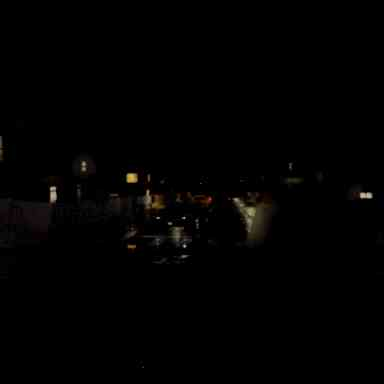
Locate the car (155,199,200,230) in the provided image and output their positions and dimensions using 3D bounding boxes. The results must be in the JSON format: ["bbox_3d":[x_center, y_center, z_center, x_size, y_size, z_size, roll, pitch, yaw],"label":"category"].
[{"bbox_3d":[-0.862,1.348,19.639,1.812,1.442,4.674,0,0,7],"label":"car"}]

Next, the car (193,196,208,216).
[{"bbox_3d":[0.038,1.310,28.664,1.994,1.385,4.181,0,0,6],"label":"car"}]

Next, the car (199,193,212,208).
[{"bbox_3d":[0.874,1.155,37.673,1.882,1.535,5.008,0,0,5],"label":"car"}]

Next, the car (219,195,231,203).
[{"bbox_3d":[5.339,1.146,53.806,1.895,1.301,4.718,0,0,5],"label":"car"}]
